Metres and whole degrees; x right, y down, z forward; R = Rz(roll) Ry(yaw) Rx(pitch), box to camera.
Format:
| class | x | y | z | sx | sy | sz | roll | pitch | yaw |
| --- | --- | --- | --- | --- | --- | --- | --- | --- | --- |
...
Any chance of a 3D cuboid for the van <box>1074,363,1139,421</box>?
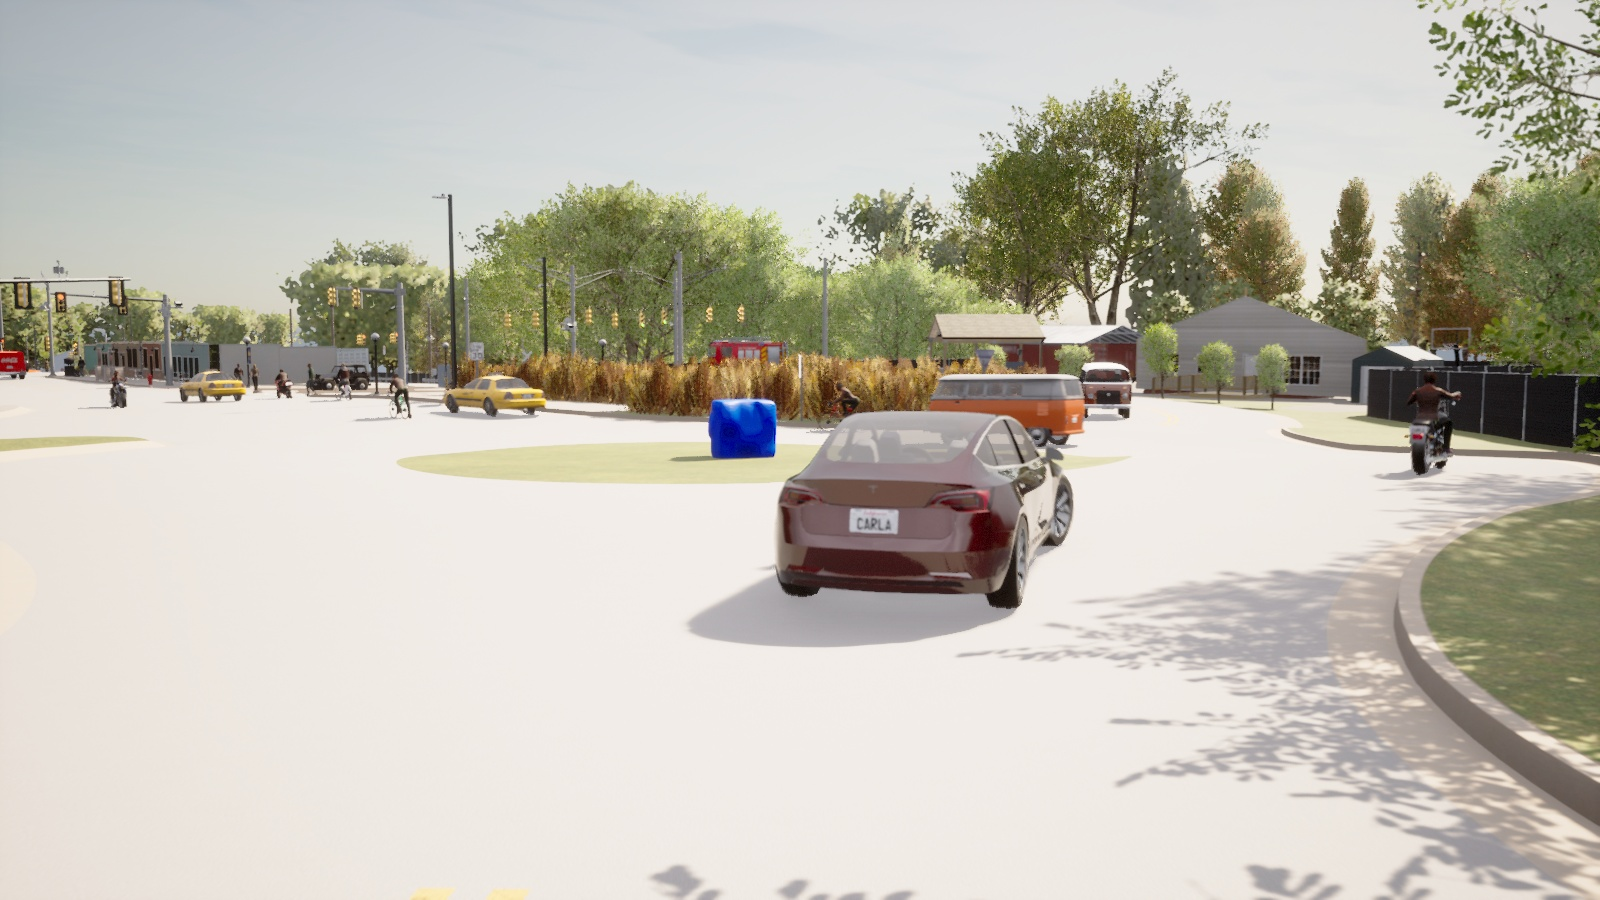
| class | x | y | z | sx | sy | sz | roll | pitch | yaw |
| --- | --- | --- | --- | --- | --- | --- | --- | --- | --- |
| van | 11.532 | -2.251 | 47.511 | 2.069 | 2.038 | 4.480 | 1 | 5 | 10 |

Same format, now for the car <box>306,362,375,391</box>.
| class | x | y | z | sx | sy | sz | roll | pitch | yaw |
| --- | --- | --- | --- | --- | --- | --- | --- | --- | --- |
| car | -30.517 | -4.868 | 83.484 | 1.905 | 1.878 | 3.866 | 5 | 5 | 44 |

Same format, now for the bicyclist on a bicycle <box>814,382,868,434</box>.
| class | x | y | z | sx | sy | sz | roll | pitch | yaw |
| --- | --- | --- | --- | --- | --- | --- | --- | --- | --- |
| bicyclist on a bicycle | 1.328 | -1.356 | 40.617 | 1.656 | 1.620 | 0.582 | 1 | 5 | 5 |

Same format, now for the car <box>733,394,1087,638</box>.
| class | x | y | z | sx | sy | sz | roll | pitch | yaw |
| --- | --- | --- | --- | --- | --- | --- | --- | --- | --- |
| car | 1.268 | 0.353 | 11.385 | 2.163 | 1.488 | 4.792 | 1 | 5 | 18 |

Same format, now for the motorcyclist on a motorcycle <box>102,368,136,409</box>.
| class | x | y | z | sx | sy | sz | roll | pitch | yaw |
| --- | --- | --- | --- | --- | --- | --- | --- | --- | --- |
| motorcyclist on a motorcycle | -28.996 | -2.635 | 53.439 | 0.766 | 1.649 | 2.350 | -5 | 6 | -39 |

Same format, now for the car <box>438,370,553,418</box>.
| class | x | y | z | sx | sy | sz | roll | pitch | yaw |
| --- | --- | --- | --- | --- | --- | --- | --- | --- | --- |
| car | -11.451 | -2.153 | 46.965 | 1.801 | 1.575 | 5.366 | -5 | 7 | -42 |

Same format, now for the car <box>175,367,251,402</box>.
| class | x | y | z | sx | sy | sz | roll | pitch | yaw |
| --- | --- | --- | --- | --- | --- | --- | --- | --- | --- |
| car | -28.264 | -3.181 | 60.381 | 1.801 | 1.575 | 5.366 | -5 | 5 | -42 |

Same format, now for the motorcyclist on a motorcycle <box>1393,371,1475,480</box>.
| class | x | y | z | sx | sy | sz | roll | pitch | yaw |
| --- | --- | --- | --- | --- | --- | --- | --- | --- | --- |
| motorcyclist on a motorcycle | 10.212 | -0.442 | 20.180 | 0.766 | 1.649 | 2.350 | 2 | 4 | 36 |

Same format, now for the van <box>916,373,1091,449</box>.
| class | x | y | z | sx | sy | sz | roll | pitch | yaw |
| --- | --- | --- | --- | --- | --- | --- | --- | --- | --- |
| van | 5.598 | -1.112 | 34.789 | 4.442 | 1.987 | 1.775 | 2 | 4 | 33 |

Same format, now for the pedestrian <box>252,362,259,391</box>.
| class | x | y | z | sx | sy | sz | roll | pitch | yaw |
| --- | --- | --- | --- | --- | --- | --- | --- | --- | --- |
| pedestrian | -34.579 | -4.686 | 79.767 | 0.331 | 1.846 | 0.634 | -3 | 6 | -28 |

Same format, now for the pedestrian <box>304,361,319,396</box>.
| class | x | y | z | sx | sy | sz | roll | pitch | yaw |
| --- | --- | --- | --- | --- | --- | --- | --- | --- | --- |
| pedestrian | -26.396 | -3.881 | 67.796 | 0.614 | 1.847 | 0.353 | -5 | 7 | -42 |

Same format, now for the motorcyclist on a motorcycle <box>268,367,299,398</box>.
| class | x | y | z | sx | sy | sz | roll | pitch | yaw |
| --- | --- | --- | --- | --- | --- | --- | --- | --- | --- |
| motorcyclist on a motorcycle | -26.158 | -3.401 | 63.544 | 0.797 | 1.523 | 2.044 | -4 | 5 | -40 |
